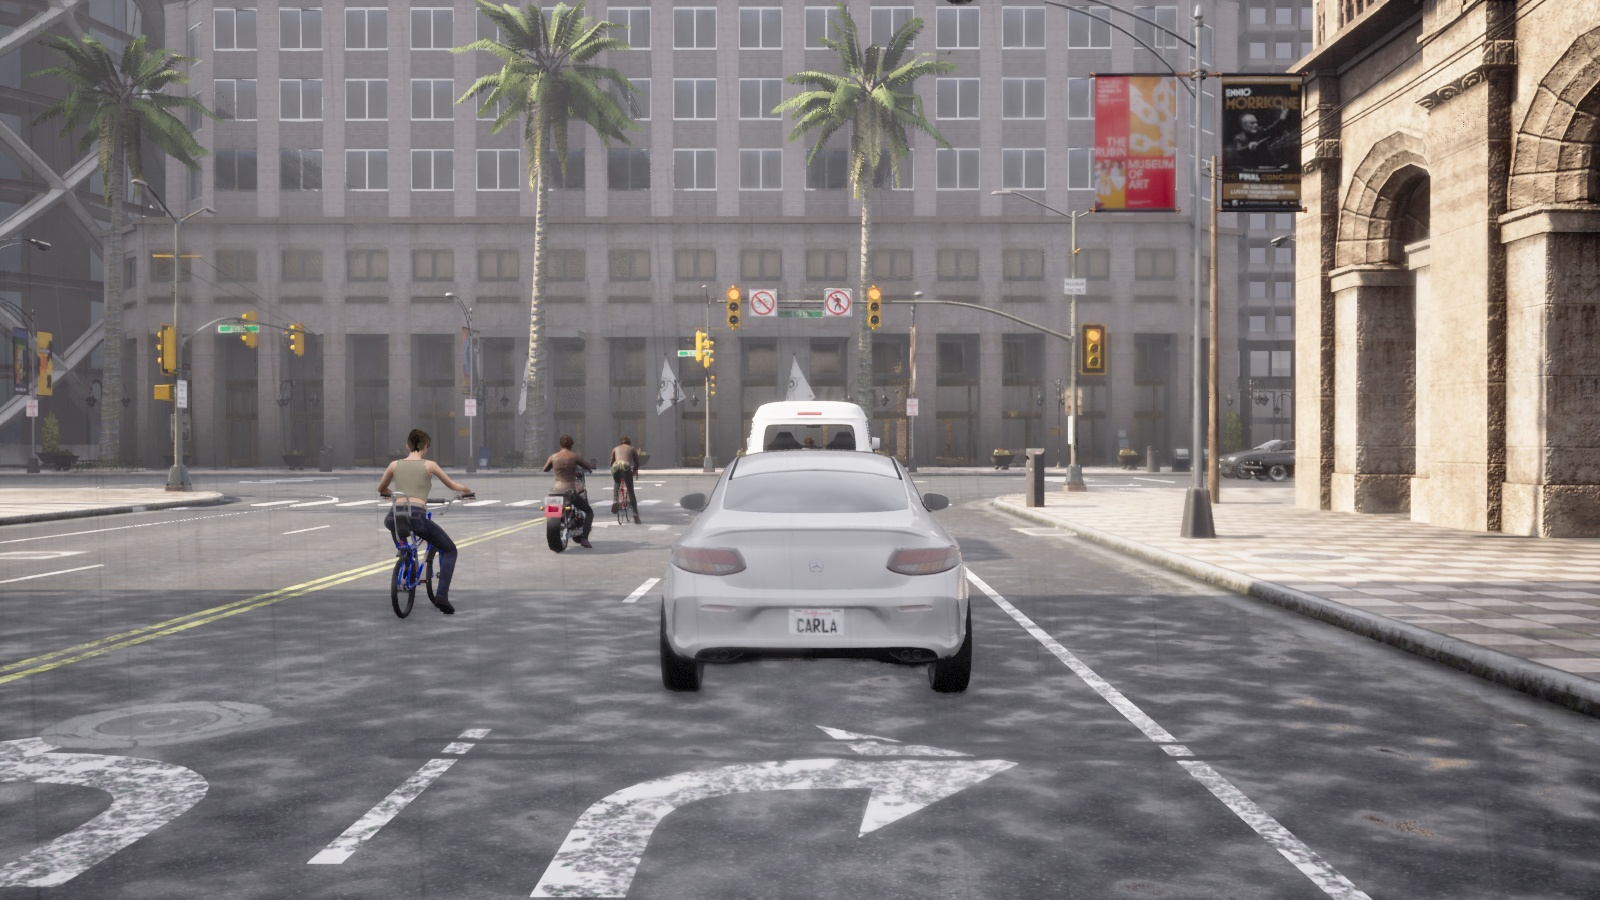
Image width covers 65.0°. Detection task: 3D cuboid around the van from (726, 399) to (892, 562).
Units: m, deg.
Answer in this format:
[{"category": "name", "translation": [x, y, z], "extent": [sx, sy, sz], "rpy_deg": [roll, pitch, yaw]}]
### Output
[{"category": "van", "translation": [0.170, 0.369, 17.908], "extent": [2.069, 2.038, 4.480], "rpy_deg": [0, 0, 1]}]

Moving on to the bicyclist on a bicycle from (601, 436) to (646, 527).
[{"category": "bicyclist on a bicycle", "translation": [-3.256, 0.565, 23.313], "extent": [0.582, 1.620, 1.656], "rpy_deg": [0, 0, 1]}]

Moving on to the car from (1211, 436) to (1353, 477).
[{"category": "car", "translation": [19.711, 0.250, 51.521], "extent": [5.027, 1.651, 2.152], "rpy_deg": [0, 0, 1]}]

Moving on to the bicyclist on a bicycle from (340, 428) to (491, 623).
[{"category": "bicyclist on a bicycle", "translation": [-3.366, 0.617, 11.144], "extent": [0.866, 1.612, 1.509], "rpy_deg": [0, 0, 0]}]

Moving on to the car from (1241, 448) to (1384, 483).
[{"category": "car", "translation": [19.545, 0.591, 48.045], "extent": [4.718, 1.301, 1.895], "rpy_deg": [0, 0, 1]}]

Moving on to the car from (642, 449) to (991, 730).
[{"category": "car", "translation": [0.104, 0.722, 8.867], "extent": [1.812, 1.442, 4.674], "rpy_deg": [0, 0, 0]}]

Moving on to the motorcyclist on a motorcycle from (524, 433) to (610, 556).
[{"category": "motorcyclist on a motorcycle", "translation": [-3.299, 0.593, 17.981], "extent": [0.766, 1.649, 2.350], "rpy_deg": [0, 0, 1]}]
